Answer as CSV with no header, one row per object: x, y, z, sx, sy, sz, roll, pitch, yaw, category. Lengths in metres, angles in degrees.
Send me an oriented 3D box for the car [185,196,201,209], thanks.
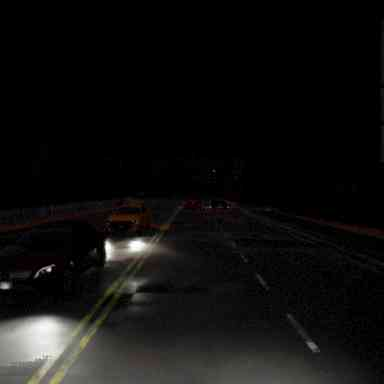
0.143,1.345,44.293,2.097,1.767,4.553,0,0,0,car

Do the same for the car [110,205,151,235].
-3.548,1.475,19.167,1.882,1.535,5.008,0,0,0,car

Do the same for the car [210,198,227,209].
3.650,1.519,45.595,1.812,1.442,4.674,0,0,0,car

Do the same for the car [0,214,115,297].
-3.571,1.525,8.693,1.812,1.442,4.674,0,0,0,car
